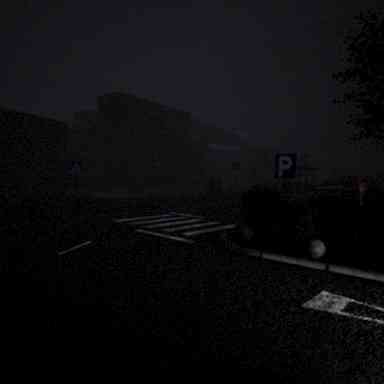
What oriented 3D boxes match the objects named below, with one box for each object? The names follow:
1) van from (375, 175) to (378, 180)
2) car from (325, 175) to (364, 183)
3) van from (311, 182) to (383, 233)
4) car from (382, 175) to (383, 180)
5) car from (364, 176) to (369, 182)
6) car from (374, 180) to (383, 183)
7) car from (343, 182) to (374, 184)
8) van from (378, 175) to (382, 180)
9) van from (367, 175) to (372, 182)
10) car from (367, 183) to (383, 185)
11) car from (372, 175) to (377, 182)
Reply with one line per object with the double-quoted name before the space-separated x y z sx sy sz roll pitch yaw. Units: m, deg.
"van" 35.088 -2.381 68.676 4.442 1.987 1.878 5 5 40
"car" 26.100 -1.833 57.929 5.566 2.045 2.435 5 5 40
"van" 7.890 0.748 16.385 4.442 1.987 1.878 5 5 40
"car" 38.815 -2.354 72.872 4.792 1.488 2.163 5 5 40
"car" 29.739 -1.767 62.204 4.674 1.452 2.002 5 5 40
"car" 18.757 0.173 28.988 4.553 1.767 2.185 5 5 40
"car" 17.883 -0.070 35.728 1.895 1.301 4.718 5 5 40
"van" 37.076 -2.485 70.661 4.442 1.987 1.878 5 5 40
"van" 31.642 -2.139 64.249 4.442 1.987 1.878 5 5 40
"car" 16.942 0.410 26.898 5.008 1.535 2.097 4 5 40
"car" 33.356 -2.035 66.480 5.008 1.535 2.097 5 5 40
